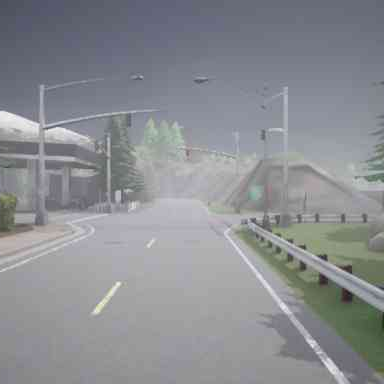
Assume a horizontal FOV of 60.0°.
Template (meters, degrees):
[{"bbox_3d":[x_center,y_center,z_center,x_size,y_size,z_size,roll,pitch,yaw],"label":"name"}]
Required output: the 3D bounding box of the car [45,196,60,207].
[{"bbox_3d":[-20.235,1.440,46.514,2.242,1.667,4.611,0,0,-1],"label":"car"}]

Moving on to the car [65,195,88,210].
[{"bbox_3d":[-14.528,1.273,42.237,1.905,1.878,3.866,0,0,-1],"label":"car"}]
